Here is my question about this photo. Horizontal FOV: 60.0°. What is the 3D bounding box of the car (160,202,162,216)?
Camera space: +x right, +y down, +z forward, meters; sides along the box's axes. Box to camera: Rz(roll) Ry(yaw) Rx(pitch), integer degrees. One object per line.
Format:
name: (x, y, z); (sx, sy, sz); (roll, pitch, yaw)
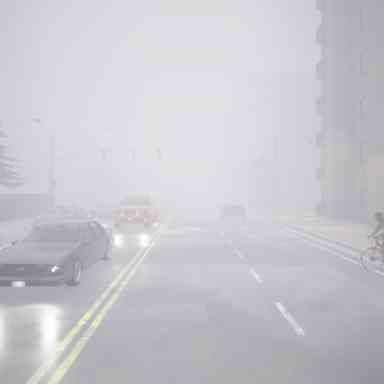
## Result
car: (-3.635, 1.151, 27.380); (2.097, 1.767, 4.553); (0, 0, 0)

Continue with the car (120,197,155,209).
car: (-7.538, 1.462, 45.801); (5.008, 1.535, 1.882); (0, 0, 38)

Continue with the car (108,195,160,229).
car: (-3.670, 1.211, 22.153); (2.150, 2.045, 5.566); (0, 0, 0)

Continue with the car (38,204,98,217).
car: (-7.164, 1.484, 18.594); (2.128, 1.511, 4.902); (0, 0, 0)

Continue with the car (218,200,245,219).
car: (3.358, 1.467, 28.811); (1.882, 1.535, 5.008); (0, 0, 0)

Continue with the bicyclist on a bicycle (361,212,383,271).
bicyclist on a bicycle: (5.524, 1.379, 9.399); (1.656, 1.620, 0.582); (-7, 0, 0)

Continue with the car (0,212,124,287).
car: (-3.635, 1.544, 9.624); (2.033, 1.411, 5.357); (0, 0, 0)

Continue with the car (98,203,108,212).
car: (-7.134, 1.591, 27.302); (1.895, 1.301, 4.718); (0, 0, 0)
